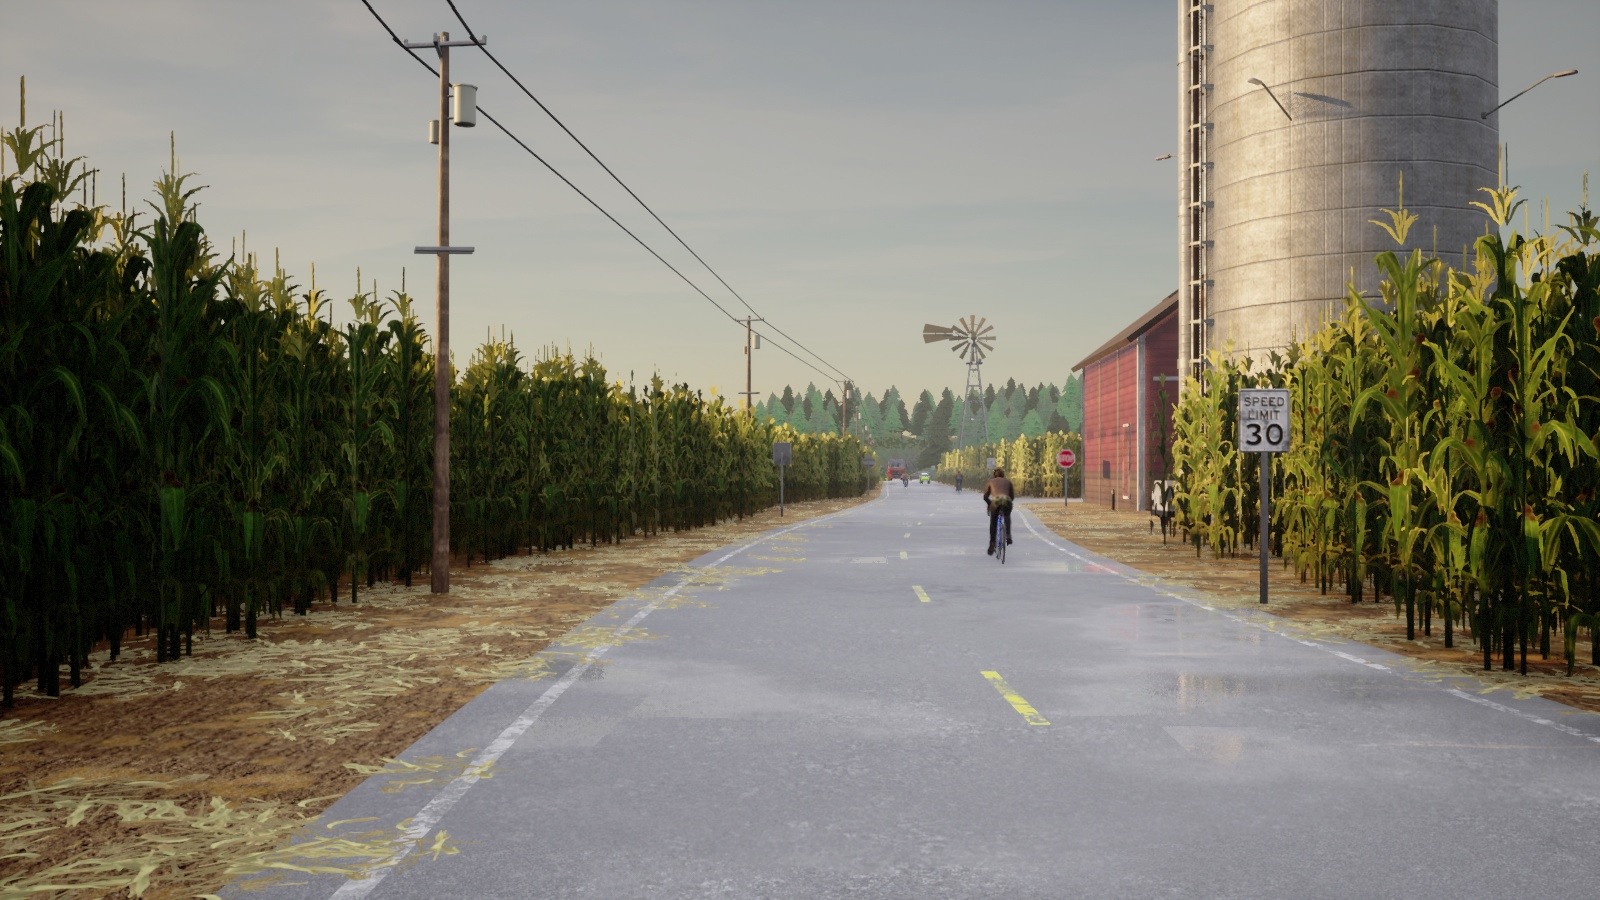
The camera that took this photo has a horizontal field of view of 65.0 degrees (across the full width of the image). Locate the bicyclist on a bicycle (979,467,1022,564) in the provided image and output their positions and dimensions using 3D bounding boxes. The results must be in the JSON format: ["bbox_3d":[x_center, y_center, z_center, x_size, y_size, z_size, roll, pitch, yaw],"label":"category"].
[{"bbox_3d":[3.476,1.120,21.860,0.582,1.620,1.656,0,-1,4],"label":"bicyclist on a bicycle"}]
